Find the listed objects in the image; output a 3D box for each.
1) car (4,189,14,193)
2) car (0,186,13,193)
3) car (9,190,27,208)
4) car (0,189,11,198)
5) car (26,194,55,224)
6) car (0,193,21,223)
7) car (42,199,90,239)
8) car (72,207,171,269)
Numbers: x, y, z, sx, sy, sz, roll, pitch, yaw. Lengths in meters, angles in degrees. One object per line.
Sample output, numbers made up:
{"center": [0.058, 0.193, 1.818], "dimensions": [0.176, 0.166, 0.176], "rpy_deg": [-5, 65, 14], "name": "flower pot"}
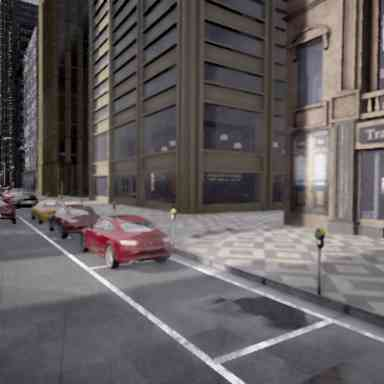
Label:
{"center": [-17.524, 0.650, 33.614], "dimensions": [1.887, 1.381, 4.507], "rpy_deg": [0, 1, -33], "name": "car"}
{"center": [-20.602, 0.416, 38.310], "dimensions": [1.967, 1.590, 4.097], "rpy_deg": [0, 1, -33], "name": "car"}
{"center": [-14.446, 0.800, 28.917], "dimensions": [1.947, 1.339, 4.313], "rpy_deg": [0, 1, -33], "name": "car"}
{"center": [-29.841, 0.155, 52.408], "dimensions": [1.947, 1.339, 4.313], "rpy_deg": [0, 1, -33], "name": "car"}
{"center": [-8.380, 1.014, 19.661], "dimensions": [1.752, 1.417, 4.829], "rpy_deg": [0, 1, -33], "name": "car"}
{"center": [-11.300, 0.997, 19.196], "dimensions": [1.812, 1.442, 4.674], "rpy_deg": [0, 2, -33], "name": "car"}
{"center": [-5.208, 1.206, 14.822], "dimensions": [1.802, 1.307, 4.206], "rpy_deg": [0, 1, -33], "name": "car"}
{"center": [-2.129, 1.338, 10.124], "dimensions": [1.802, 1.307, 4.206], "rpy_deg": [0, 1, -33], "name": "car"}
